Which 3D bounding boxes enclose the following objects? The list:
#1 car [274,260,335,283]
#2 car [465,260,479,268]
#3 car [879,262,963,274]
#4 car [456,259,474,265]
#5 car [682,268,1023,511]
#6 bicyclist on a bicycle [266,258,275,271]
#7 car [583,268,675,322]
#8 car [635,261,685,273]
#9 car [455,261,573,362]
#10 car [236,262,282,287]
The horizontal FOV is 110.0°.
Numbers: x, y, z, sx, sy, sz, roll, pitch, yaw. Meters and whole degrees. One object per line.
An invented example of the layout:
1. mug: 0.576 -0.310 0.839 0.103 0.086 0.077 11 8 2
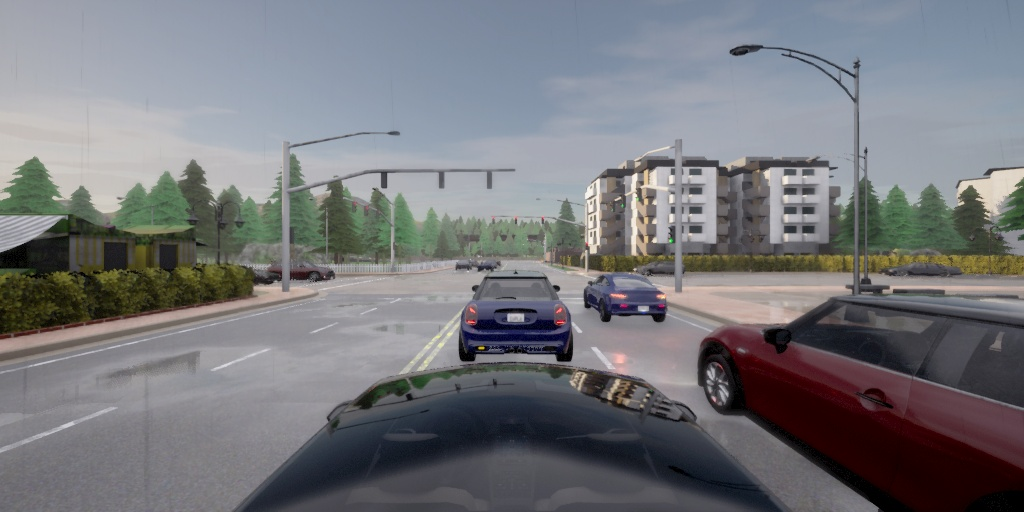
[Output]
1. car: -16.115 1.102 27.480 4.553 1.767 2.097 0 0 -3
2. car: -6.745 1.314 60.837 1.994 1.385 4.181 0 0 0
3. car: 38.114 1.297 33.595 5.357 1.411 2.033 0 0 16
4. car: -6.802 1.228 50.920 1.882 1.535 5.008 0 0 0
5. car: 3.605 1.102 3.124 2.097 1.767 4.553 0 0 0
6. bicyclist on a bicycle: -25.594 1.052 38.175 0.582 1.620 1.656 0 0 -1
7. car: 3.645 1.276 12.113 1.812 1.442 4.674 0 0 1
8. car: 14.362 1.240 35.001 4.902 1.511 2.128 0 0 -2
9. car: 0.092 1.102 8.403 2.097 1.767 4.553 0 0 1
10. car: -18.400 1.297 23.830 5.357 1.411 2.033 0 0 -1
